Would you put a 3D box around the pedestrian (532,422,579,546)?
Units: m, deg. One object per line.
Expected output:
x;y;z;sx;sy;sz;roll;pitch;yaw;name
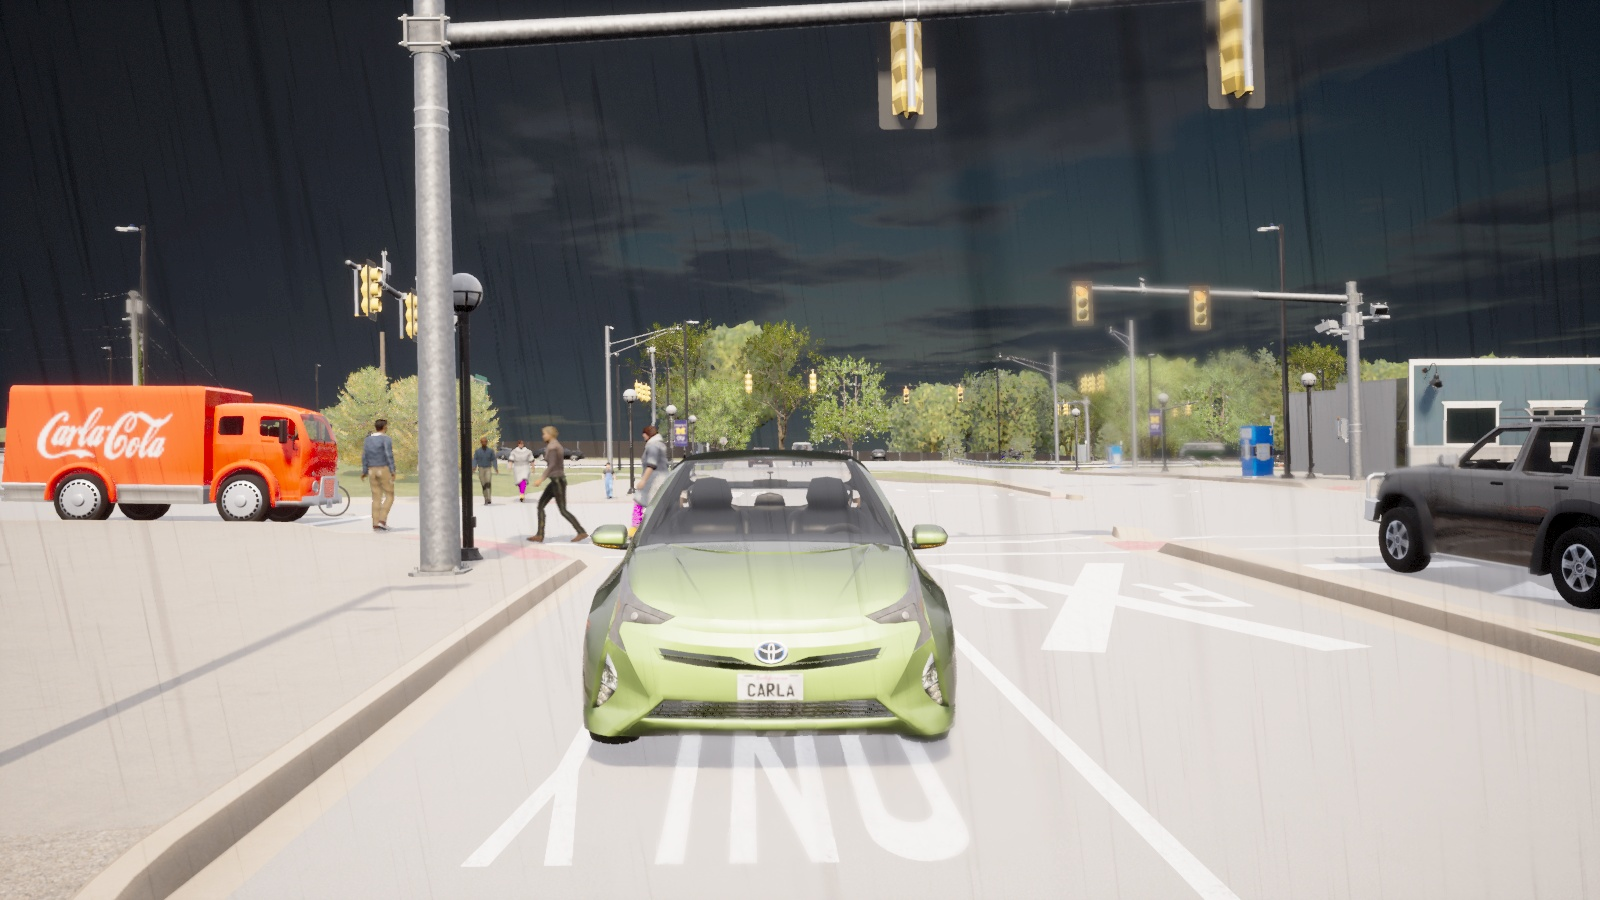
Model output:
-3.707;0.512;18.998;0.634;1.846;0.331;-2;-1;-13;pedestrian

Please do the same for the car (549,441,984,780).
-0.205;0.725;8.079;2.007;1.525;4.514;0;1;-1;car

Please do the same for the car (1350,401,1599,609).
7.885;0.437;13.016;1.932;1.855;4.605;-1;1;-7;car

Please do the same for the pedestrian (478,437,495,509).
-8.225;0.600;32.943;0.370;1.835;0.726;-2;-1;-13;pedestrian

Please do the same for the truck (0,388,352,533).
-11.177;0.198;22.731;5.204;2.467;2.627;0;-1;-2;truck

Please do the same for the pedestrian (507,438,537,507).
-8.021;0.639;36.207;0.659;1.952;0.873;-2;-1;-4;pedestrian

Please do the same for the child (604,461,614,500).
-6.216;1.001;40.861;0.270;1.263;0.437;-2;-1;-6;child

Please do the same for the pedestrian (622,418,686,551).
-2.218;0.520;19.141;0.873;1.952;0.659;-2;-1;-3;pedestrian

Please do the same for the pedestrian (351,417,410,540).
-6.797;0.454;20.363;0.423;1.949;0.788;-2;-1;28;pedestrian
